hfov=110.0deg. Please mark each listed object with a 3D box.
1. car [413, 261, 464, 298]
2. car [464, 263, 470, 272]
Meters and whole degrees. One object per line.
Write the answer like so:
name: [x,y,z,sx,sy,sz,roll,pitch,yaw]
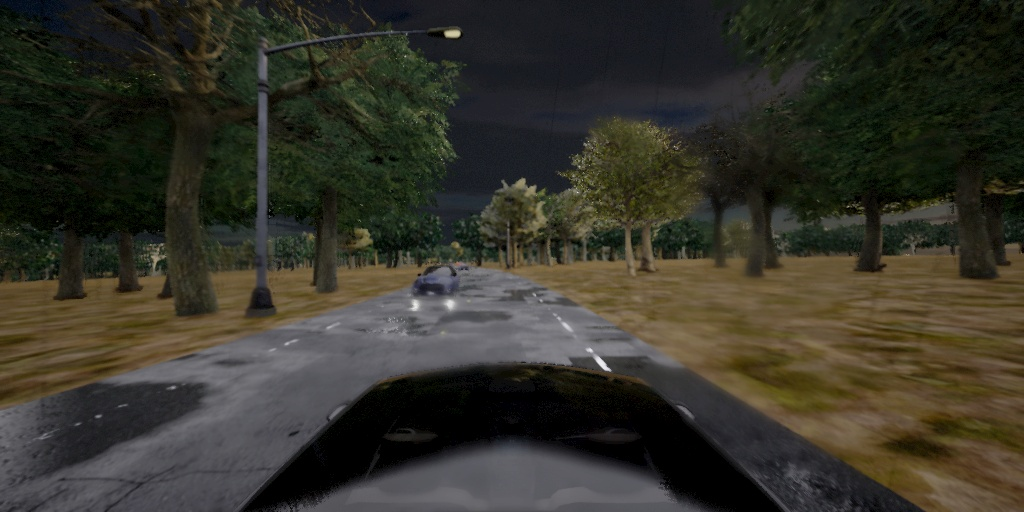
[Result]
car: [-4.099,1.311,20.070,2.097,1.767,4.553,0,-1,-3]
car: [-8.157,1.960,61.324,2.033,1.411,5.357,0,-1,-8]
